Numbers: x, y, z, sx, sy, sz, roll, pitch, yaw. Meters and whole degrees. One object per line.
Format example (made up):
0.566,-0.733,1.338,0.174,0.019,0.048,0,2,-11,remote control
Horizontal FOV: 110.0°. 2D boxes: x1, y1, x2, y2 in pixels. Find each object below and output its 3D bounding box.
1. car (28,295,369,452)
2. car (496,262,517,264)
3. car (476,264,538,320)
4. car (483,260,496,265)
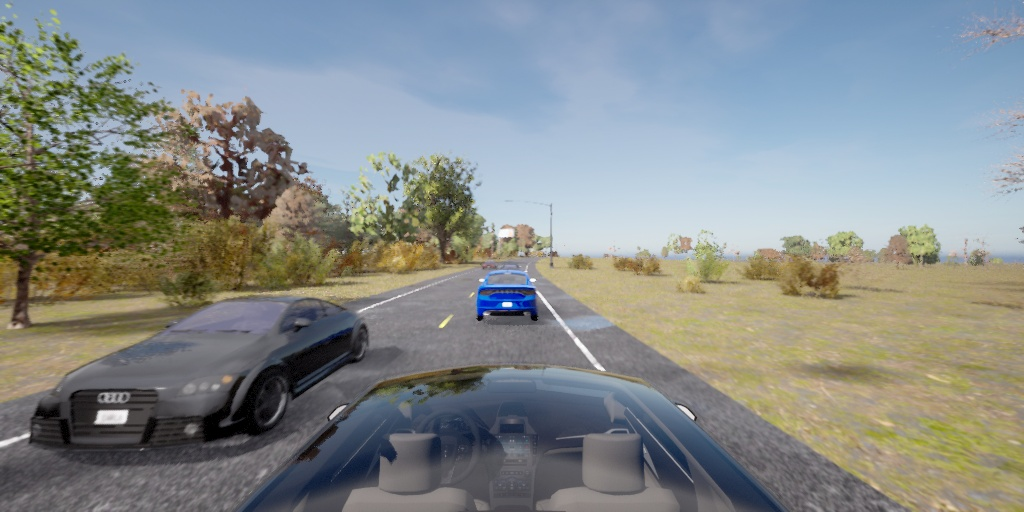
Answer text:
-3.756,1.312,5.328,1.994,1.385,4.181,0,0,-1,car
-0.118,1.310,30.894,1.994,1.385,4.181,0,0,1,car
-0.160,1.226,12.668,1.882,1.535,5.008,0,0,-1,car
-3.170,1.292,52.035,1.994,1.385,4.181,0,0,2,car
